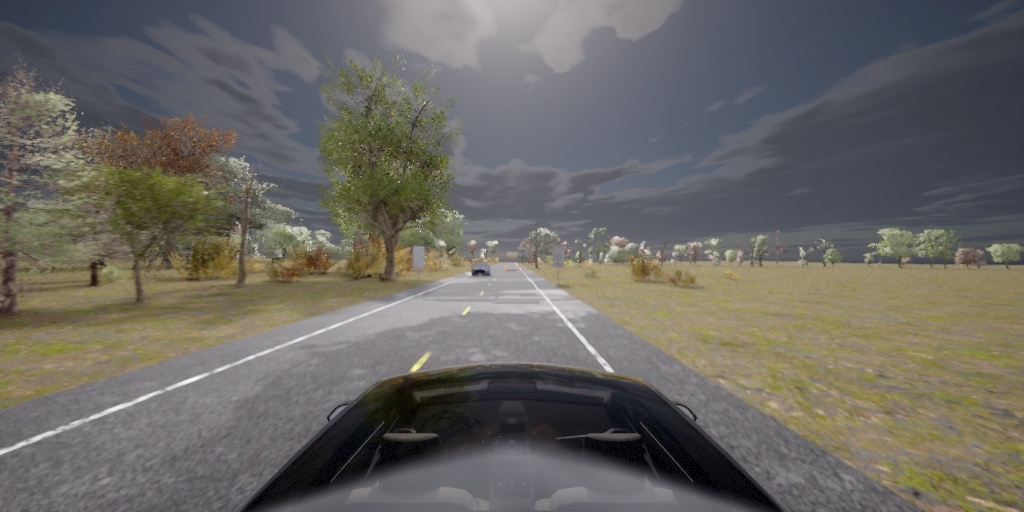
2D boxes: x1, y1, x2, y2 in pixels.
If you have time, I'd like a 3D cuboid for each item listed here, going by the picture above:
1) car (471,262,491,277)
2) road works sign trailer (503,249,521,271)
[{"bbox_3d":[-3.588,1.484,42.407,2.097,1.767,4.553,0,0,0],"label":"car"},{"bbox_3d":[-0.012,0.797,62.601,2.380,3.560,2.880,0,0,0],"label":"road works sign trailer"}]
